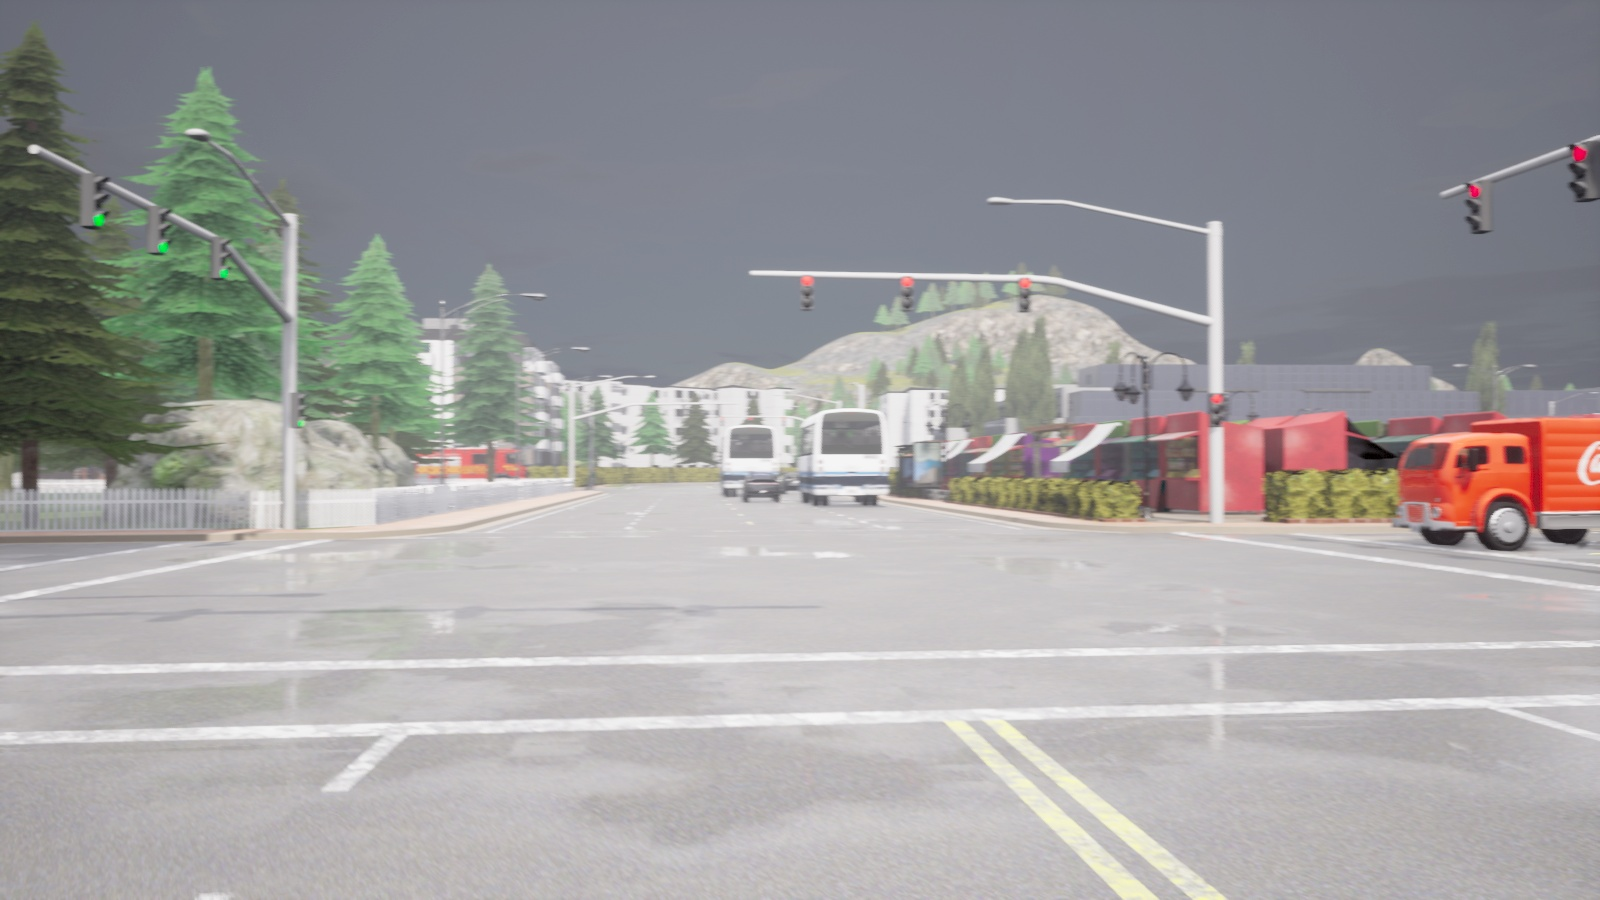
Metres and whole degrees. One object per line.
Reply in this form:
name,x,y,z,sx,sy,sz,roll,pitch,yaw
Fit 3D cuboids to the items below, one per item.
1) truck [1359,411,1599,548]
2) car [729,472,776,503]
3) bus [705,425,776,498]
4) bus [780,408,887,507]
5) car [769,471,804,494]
truck,13.996,0.538,24.241,5.204,2.467,2.627,0,-1,-6
car,-2.468,1.873,64.169,2.128,1.511,4.902,0,-1,-5
bus,-3.875,0.806,79.096,3.944,4.253,10.273,0,-1,-5
bus,1.384,0.423,59.462,3.944,4.253,10.273,-1,-1,-5
car,-0.972,2.212,85.768,2.007,1.525,4.514,0,-1,-5
